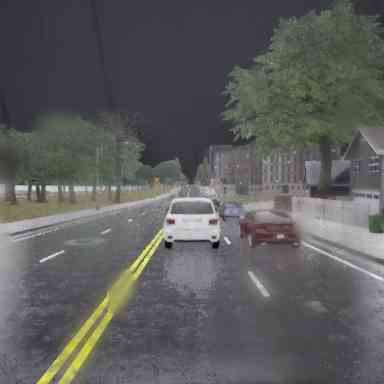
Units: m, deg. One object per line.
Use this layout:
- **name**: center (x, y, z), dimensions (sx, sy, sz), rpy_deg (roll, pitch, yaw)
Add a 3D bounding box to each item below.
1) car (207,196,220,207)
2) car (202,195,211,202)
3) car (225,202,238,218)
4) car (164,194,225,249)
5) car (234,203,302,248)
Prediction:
- **car**: center (3.347, 1.462, 50.351), dimensions (1.837, 1.490, 4.892), rpy_deg (-1, 0, 4)
- **car**: center (3.251, 1.454, 76.545), dimensions (1.837, 1.490, 4.892), rpy_deg (0, 0, 0)
- **car**: center (3.250, 1.531, 27.432), dimensions (2.033, 1.411, 5.357), rpy_deg (0, 0, 0)
- **car**: center (0.000, 1.255, 14.685), dimensions (2.150, 2.045, 5.566), rpy_deg (0, 0, 0)
- **car**: center (3.250, 1.482, 14.658), dimensions (1.882, 1.535, 5.008), rpy_deg (0, 0, 0)
